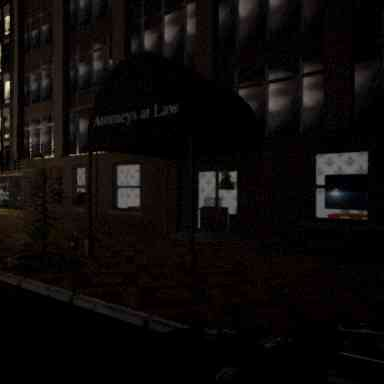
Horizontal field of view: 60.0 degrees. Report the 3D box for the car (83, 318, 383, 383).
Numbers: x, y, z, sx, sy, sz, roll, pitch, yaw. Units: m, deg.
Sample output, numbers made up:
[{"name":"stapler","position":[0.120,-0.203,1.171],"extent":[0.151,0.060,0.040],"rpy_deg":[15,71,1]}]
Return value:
[{"name":"car","position":[1.056,1.550,1.967],"extent":[4.403,1.369,2.008],"rpy_deg":[0,0,36]}]
